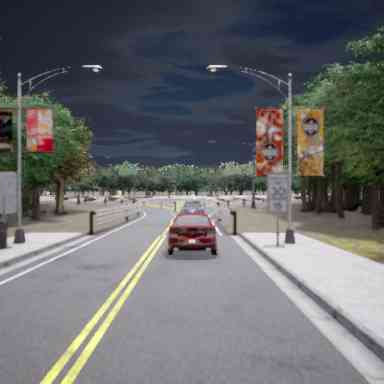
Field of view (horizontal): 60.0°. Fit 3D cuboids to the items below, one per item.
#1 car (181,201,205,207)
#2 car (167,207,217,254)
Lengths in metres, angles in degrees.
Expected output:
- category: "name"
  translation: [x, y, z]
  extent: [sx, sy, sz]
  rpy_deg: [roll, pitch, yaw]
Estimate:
- category: "car"
  translation: [0.072, 1.619, 28.420]
  extent: [2.097, 1.767, 4.553]
  rpy_deg: [0, -1, 1]
- category: "car"
  translation: [0.027, 1.612, 14.250]
  extent: [1.882, 1.535, 5.008]
  rpy_deg: [0, 0, 0]
